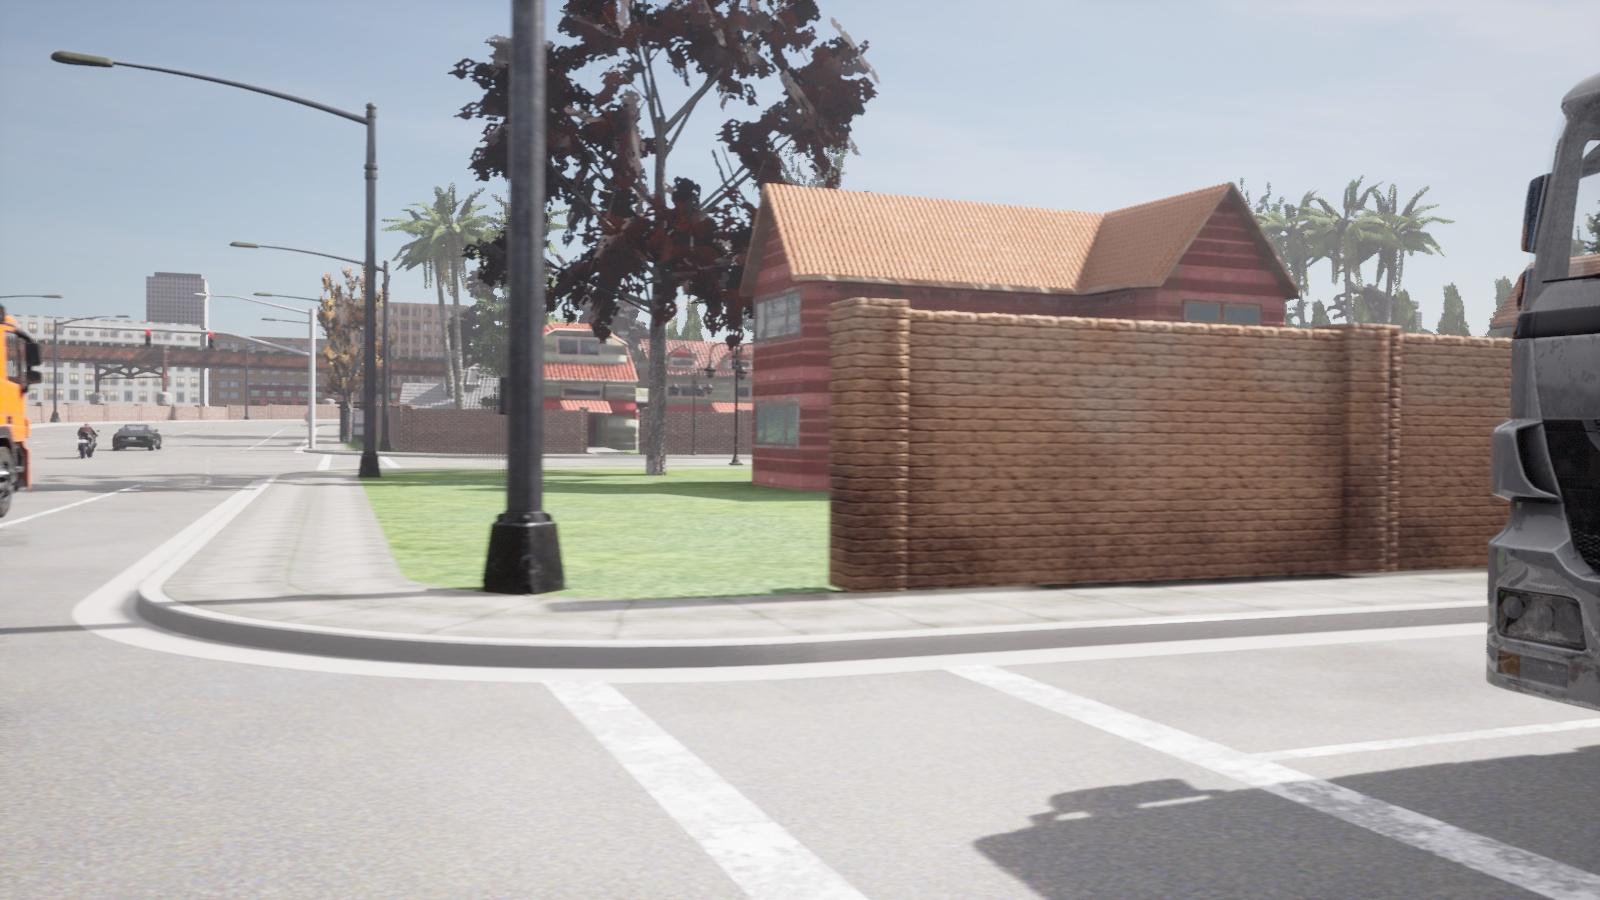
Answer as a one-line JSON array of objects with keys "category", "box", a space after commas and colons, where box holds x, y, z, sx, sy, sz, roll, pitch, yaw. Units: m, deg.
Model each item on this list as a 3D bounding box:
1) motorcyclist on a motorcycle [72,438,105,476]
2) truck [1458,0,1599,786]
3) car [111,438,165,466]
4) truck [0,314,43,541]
[{"category": "motorcyclist on a motorcycle", "box": [-30.096, 0.289, 53.125, 0.866, 1.530, 2.191, -1, 1, -20]}, {"category": "truck", "box": [7.357, -0.362, 6.041, 7.936, 3.462, 2.891, -1, 1, -21]}, {"category": "car", "box": [-35.206, 0.078, 66.867, 1.994, 1.385, 4.181, -1, 2, -20]}, {"category": "truck", "box": [-13.144, -0.320, 17.490, 2.891, 3.462, 7.936, -1, 1, -20]}]
